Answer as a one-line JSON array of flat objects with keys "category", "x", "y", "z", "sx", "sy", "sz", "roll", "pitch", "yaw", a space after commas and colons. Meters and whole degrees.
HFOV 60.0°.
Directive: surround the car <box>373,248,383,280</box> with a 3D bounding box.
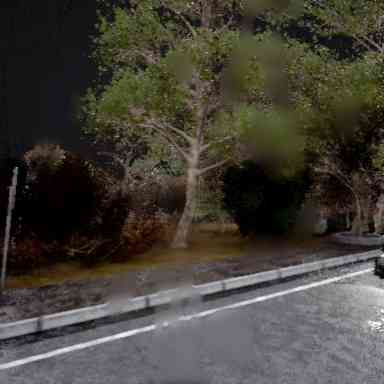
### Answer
[{"category": "car", "x": 6.589, "y": 1.605, "z": 8.696, "sx": 4.181, "sy": 1.385, "sz": 1.994, "roll": 0, "pitch": 0, "yaw": -36}]
